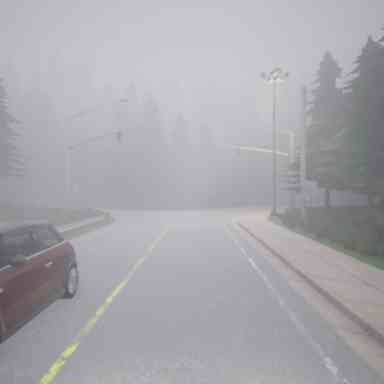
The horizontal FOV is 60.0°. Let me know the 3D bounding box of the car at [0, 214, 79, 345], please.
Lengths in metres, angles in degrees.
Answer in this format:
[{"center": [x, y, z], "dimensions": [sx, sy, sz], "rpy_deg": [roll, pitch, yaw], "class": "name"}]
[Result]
[{"center": [-3.518, 1.327, 5.325], "dimensions": [2.097, 1.767, 4.553], "rpy_deg": [0, 0, 1], "class": "car"}]
